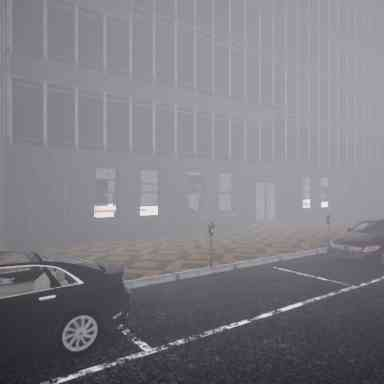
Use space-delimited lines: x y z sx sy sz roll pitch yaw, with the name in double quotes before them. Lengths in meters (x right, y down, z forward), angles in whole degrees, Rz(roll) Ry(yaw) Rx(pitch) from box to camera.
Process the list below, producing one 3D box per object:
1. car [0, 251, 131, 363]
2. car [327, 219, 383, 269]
"car" -2.993 1.551 4.424 4.403 1.369 2.008 0 0 -36
"car" 6.259 1.582 11.057 4.206 1.307 1.802 0 0 -36
